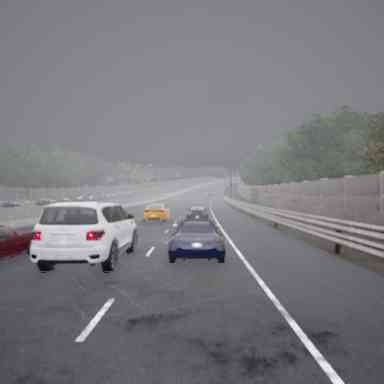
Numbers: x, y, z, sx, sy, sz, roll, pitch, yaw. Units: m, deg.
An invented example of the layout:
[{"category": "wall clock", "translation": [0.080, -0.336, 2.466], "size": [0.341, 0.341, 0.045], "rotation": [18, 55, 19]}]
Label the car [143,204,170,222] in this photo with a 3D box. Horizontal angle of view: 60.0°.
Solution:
[{"category": "car", "translation": [-3.022, 1.737, 28.941], "size": [1.882, 1.535, 5.008], "rotation": [0, 0, 1]}]

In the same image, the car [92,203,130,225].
[{"category": "car", "translation": [-6.557, 1.752, 27.608], "size": [1.837, 1.490, 4.892], "rotation": [0, 0, 1]}]

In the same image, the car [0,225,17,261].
[{"category": "car", "translation": [-6.841, 1.710, 11.017], "size": [1.895, 1.301, 4.718], "rotation": [0, -1, 1]}]

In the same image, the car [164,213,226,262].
[{"category": "car", "translation": [0.181, 1.697, 12.708], "size": [1.994, 1.385, 4.181], "rotation": [0, -1, 1]}]

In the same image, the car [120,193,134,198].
[{"category": "car", "translation": [-14.968, 1.343, 76.917], "size": [2.150, 2.045, 5.566], "rotation": [0, 1, 4]}]

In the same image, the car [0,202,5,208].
[{"category": "car", "translation": [-20.533, 1.811, 35.728], "size": [2.033, 1.411, 5.357], "rotation": [0, 0, 2]}]

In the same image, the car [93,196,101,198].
[{"category": "car", "translation": [-21.979, 1.651, 76.997], "size": [2.033, 1.411, 5.357], "rotation": [0, 1, 4]}]

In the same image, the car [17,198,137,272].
[{"category": "car", "translation": [-3.337, 1.338, 11.358], "size": [2.150, 2.045, 5.566], "rotation": [0, -1, 1]}]

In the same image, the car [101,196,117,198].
[{"category": "car", "translation": [-18.486, 1.645, 76.765], "size": [2.128, 1.511, 4.902], "rotation": [0, 1, 4]}]

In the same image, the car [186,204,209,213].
[{"category": "car", "translation": [0.464, 1.787, 28.360], "size": [1.812, 1.442, 4.674], "rotation": [0, 0, 1]}]

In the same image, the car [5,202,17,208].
[{"category": "car", "translation": [-17.044, 1.744, 35.098], "size": [1.882, 1.535, 5.008], "rotation": [0, 0, 2]}]
